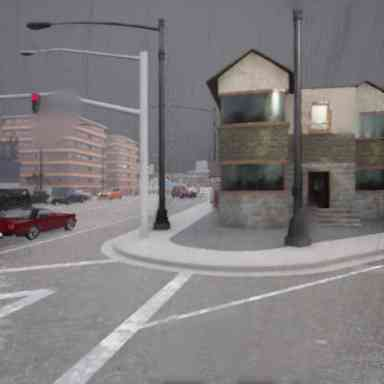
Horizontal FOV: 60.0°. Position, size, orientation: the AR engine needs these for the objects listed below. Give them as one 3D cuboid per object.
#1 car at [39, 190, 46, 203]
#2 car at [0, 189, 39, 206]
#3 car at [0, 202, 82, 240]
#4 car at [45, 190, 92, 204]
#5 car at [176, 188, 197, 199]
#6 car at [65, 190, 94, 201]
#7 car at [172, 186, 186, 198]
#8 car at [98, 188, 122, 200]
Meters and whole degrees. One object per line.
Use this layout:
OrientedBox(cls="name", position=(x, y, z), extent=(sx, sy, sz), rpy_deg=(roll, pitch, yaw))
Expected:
OrientedBox(cls="car", position=(-17.745, 0.618, 36.634), extent=(2.097, 1.767, 4.553), rpy_deg=(0, 2, 11))
OrientedBox(cls="car", position=(-15.917, 0.769, 27.962), extent=(2.150, 2.045, 5.566), rpy_deg=(0, 2, 11))
OrientedBox(cls="car", position=(-7.428, 1.403, 15.775), extent=(1.895, 1.301, 4.718), rpy_deg=(0, 1, 11))
OrientedBox(cls="car", position=(-13.896, 0.732, 38.020), extent=(2.033, 1.411, 5.357), rpy_deg=(0, 2, 12))
OrientedBox(cls="car", position=(-0.531, 0.402, 50.442), extent=(1.895, 1.301, 4.718), rpy_deg=(0, 1, 11))
OrientedBox(cls="car", position=(-15.683, 0.471, 46.604), extent=(1.812, 1.442, 4.674), rpy_deg=(0, 1, 11))
OrientedBox(cls="car", position=(-2.067, -0.028, 61.084), extent=(2.150, 2.045, 5.566), rpy_deg=(0, 0, 11))
OrientedBox(cls="car", position=(-11.819, 0.244, 48.107), extent=(2.097, 1.767, 4.553), rpy_deg=(0, 1, 12))
